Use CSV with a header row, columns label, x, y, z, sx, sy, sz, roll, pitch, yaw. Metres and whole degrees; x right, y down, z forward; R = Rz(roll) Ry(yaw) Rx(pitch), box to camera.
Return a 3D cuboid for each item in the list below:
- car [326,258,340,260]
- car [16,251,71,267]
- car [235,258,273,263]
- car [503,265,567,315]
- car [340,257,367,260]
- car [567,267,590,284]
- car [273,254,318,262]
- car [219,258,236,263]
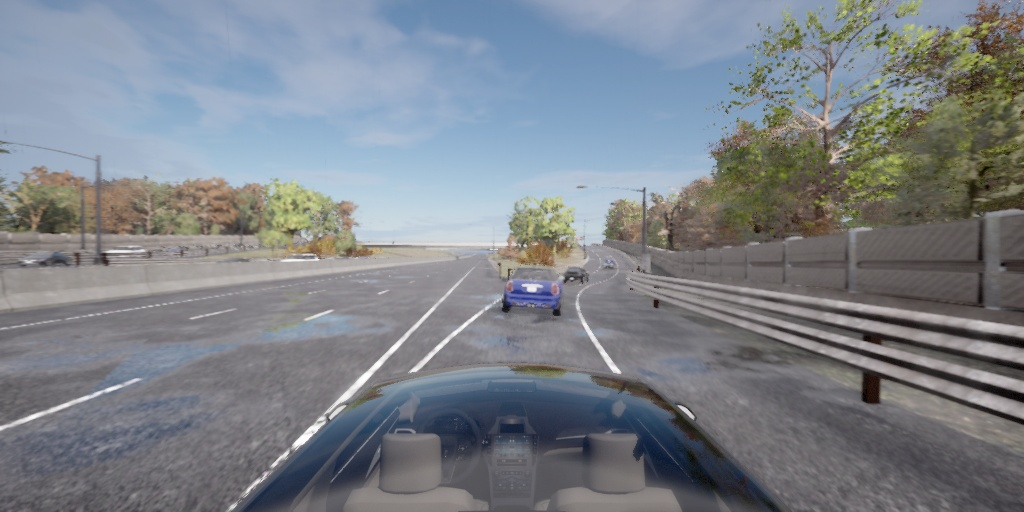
label,x,y,z,sx,sy,sz,roll,pitch,yaw
car,-28.986,1.031,57.264,1.812,1.442,4.674,1,0,-4
car,-44.988,0.280,34.645,1.812,1.442,4.674,0,1,-28
car,-27.755,1.106,39.736,1.895,1.301,4.718,0,0,-4
car,1.010,1.163,14.466,2.097,1.767,4.553,3,0,9
car,-25.524,1.099,57.870,1.994,1.385,4.181,1,0,-4
car,6.173,1.836,34.008,1.837,1.490,4.892,0,-1,21
car,-24.342,0.758,41.185,2.150,2.045,5.566,0,0,-4
car,-31.305,0.979,40.412,1.837,1.490,4.892,0,0,-4
